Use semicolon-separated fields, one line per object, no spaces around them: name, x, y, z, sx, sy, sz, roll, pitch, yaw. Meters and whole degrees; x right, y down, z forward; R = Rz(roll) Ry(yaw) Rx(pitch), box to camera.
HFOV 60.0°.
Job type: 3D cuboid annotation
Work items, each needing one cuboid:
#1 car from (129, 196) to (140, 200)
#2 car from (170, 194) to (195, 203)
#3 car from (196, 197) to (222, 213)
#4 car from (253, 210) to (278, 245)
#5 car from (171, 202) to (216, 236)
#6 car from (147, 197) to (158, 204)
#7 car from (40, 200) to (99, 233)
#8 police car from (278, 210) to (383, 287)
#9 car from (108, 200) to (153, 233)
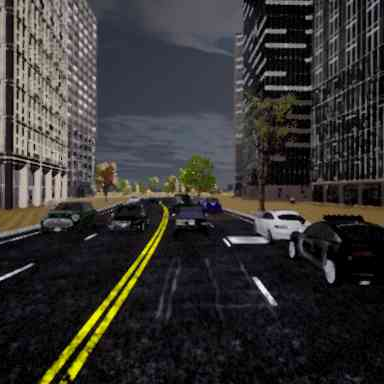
car;-10.348;1.444;59.621;1.812;1.442;4.674;0;0;-7
car;-1.255;1.198;38.259;2.150;2.045;5.566;0;0;-5
car;2.049;1.352;37.588;2.097;1.767;4.553;0;0;-5
car;4.151;1.547;15.561;1.812;1.442;4.674;0;0;-1
car;-0.092;1.537;18.362;2.033;1.411;5.357;0;0;-2
car;-7.122;1.504;59.994;1.994;1.385;4.181;0;0;-7
car;-6.823;1.293;18.936;2.097;1.767;4.553;0;0;-2
police car;4.246;1.450;9.577;1.930;1.638;5.238;0;0;0
car;-3.582;1.469;19.378;1.837;1.490;4.892;0;0;-2
